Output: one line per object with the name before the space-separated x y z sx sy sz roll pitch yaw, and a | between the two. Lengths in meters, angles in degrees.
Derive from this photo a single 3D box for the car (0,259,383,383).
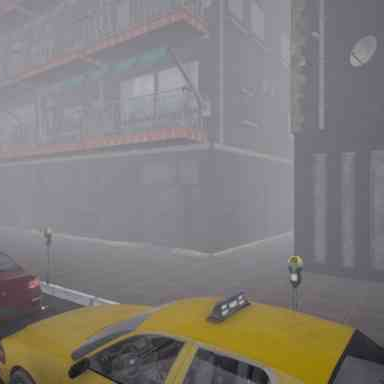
car | 0.086 1.525 2.816 4.829 1.417 1.752 0 0 36

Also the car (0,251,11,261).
car | -4.353 1.582 5.997 4.206 1.307 1.802 0 0 36
